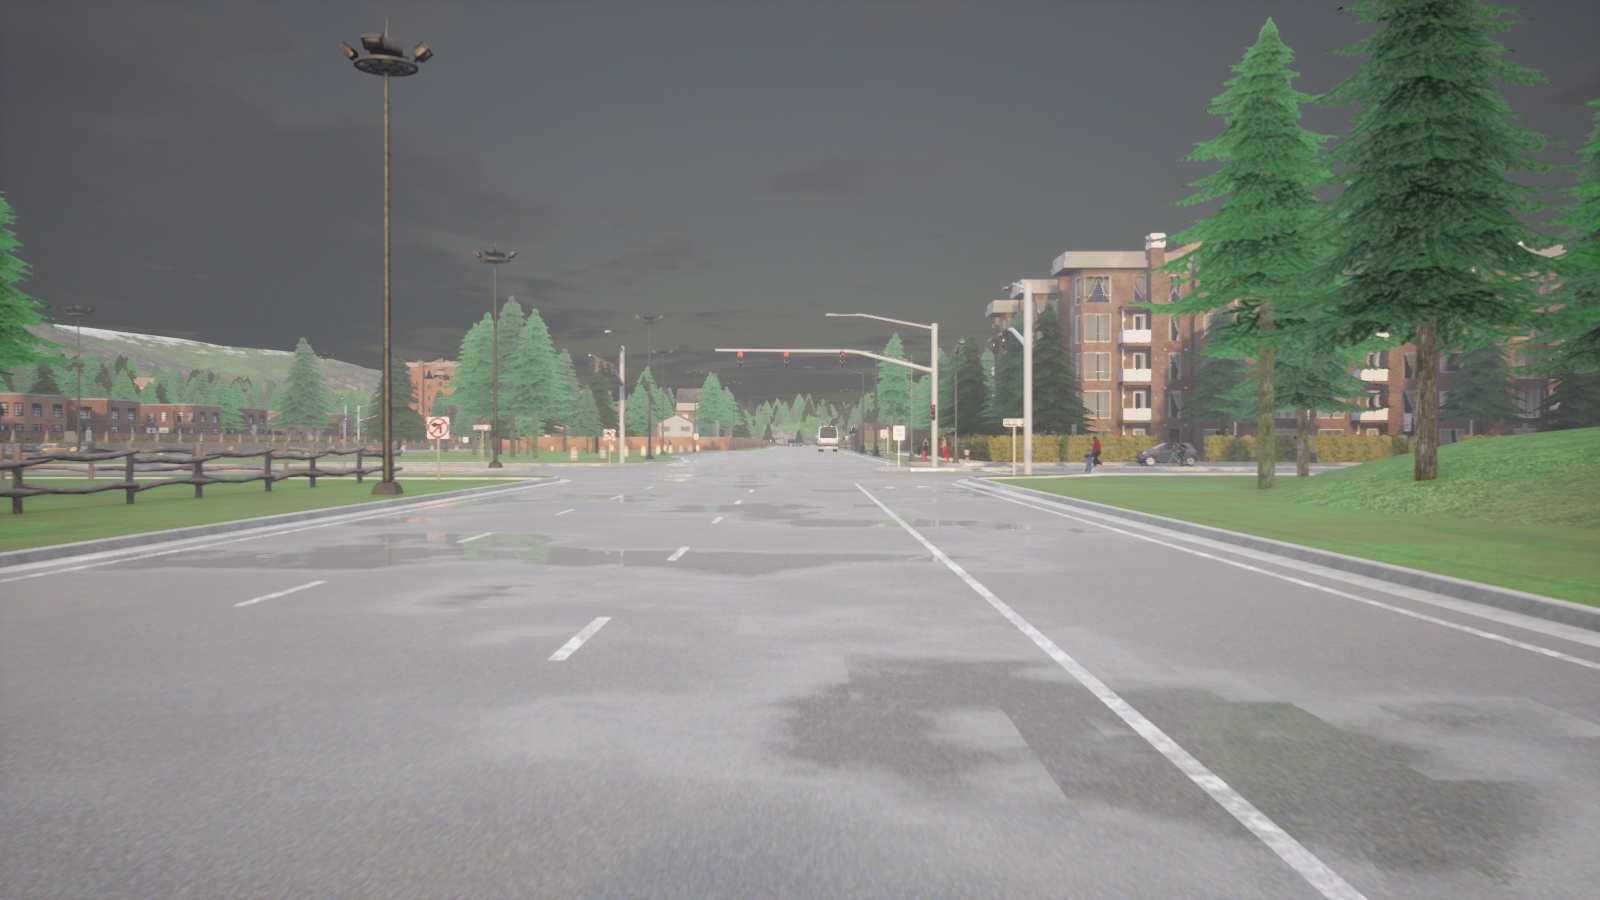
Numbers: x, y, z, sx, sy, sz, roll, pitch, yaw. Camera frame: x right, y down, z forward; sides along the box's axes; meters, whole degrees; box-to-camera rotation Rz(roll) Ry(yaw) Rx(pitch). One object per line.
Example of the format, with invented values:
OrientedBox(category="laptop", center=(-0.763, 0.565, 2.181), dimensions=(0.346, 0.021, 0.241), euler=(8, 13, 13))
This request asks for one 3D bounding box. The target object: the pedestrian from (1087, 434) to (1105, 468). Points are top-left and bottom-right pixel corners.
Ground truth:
OrientedBox(category="pedestrian", center=(16.212, 0.058, 68.765), dimensions=(0.899, 1.844, 0.634), euler=(0, 0, 6))

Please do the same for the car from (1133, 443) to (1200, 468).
OrientedBox(category="car", center=(22.932, 0.336, 78.635), dimensions=(3.633, 1.501, 1.845), euler=(0, 0, 0))
